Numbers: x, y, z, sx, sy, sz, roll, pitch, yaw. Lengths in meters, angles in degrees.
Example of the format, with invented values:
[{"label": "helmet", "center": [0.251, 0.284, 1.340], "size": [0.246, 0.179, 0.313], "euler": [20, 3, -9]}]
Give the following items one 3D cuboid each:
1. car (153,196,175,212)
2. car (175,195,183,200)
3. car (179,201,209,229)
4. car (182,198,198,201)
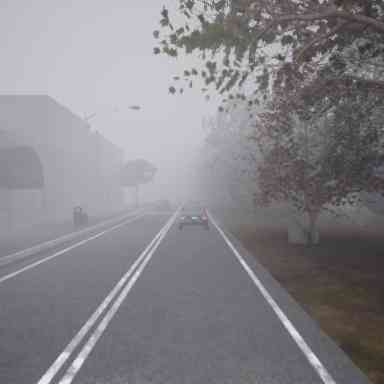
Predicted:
[{"label": "car", "center": [-3.339, 1.490, 38.774], "size": [1.837, 1.490, 4.892], "euler": [0, 0, 0]}, {"label": "car", "center": [-3.180, 1.361, 79.945], "size": [1.882, 1.535, 5.008], "euler": [0, 0, 1]}, {"label": "car", "center": [0.100, 1.542, 21.688], "size": [2.033, 1.411, 5.357], "euler": [0, 0, 0]}, {"label": "car", "center": [0.101, 1.547, 42.659], "size": [1.994, 1.385, 4.181], "euler": [0, 0, 0]}]
